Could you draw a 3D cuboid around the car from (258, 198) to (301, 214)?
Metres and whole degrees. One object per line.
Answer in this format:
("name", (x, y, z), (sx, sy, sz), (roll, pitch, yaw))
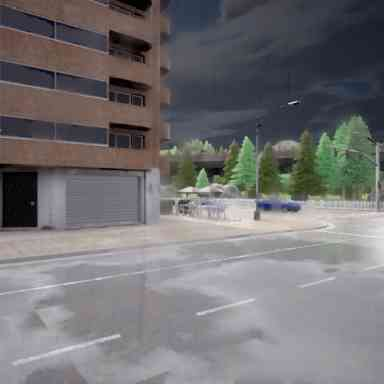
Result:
("car", (9.270, 1.422, 35.640), (1.882, 1.535, 5.008), (0, 0, -36))

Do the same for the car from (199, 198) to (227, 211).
("car", (2.171, 1.470, 39.447), (1.812, 1.442, 4.674), (0, 0, -37))

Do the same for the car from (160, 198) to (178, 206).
("car", (-4.430, 1.545, 51.703), (4.718, 1.301, 1.895), (0, 0, 33))
